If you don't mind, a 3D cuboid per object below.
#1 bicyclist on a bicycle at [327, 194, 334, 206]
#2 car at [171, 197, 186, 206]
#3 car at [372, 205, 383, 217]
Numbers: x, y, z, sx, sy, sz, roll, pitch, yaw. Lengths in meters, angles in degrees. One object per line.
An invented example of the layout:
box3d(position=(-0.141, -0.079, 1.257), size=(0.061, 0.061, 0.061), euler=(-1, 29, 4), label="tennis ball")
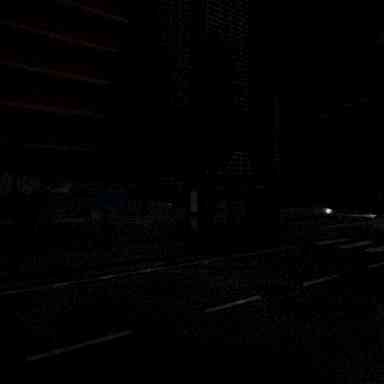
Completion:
box3d(position=(18.658, 1.132, 44.751), size=(1.656, 1.620, 0.582), euler=(-1, 0, -36), label="bicyclist on a bicycle")
box3d(position=(-1.370, 1.442, 54.021), size=(2.033, 1.411, 5.357), euler=(0, 0, -36), label="car")
box3d(position=(17.253, 1.450, 27.615), size=(1.994, 1.385, 4.181), euler=(0, 0, -25), label="car")
